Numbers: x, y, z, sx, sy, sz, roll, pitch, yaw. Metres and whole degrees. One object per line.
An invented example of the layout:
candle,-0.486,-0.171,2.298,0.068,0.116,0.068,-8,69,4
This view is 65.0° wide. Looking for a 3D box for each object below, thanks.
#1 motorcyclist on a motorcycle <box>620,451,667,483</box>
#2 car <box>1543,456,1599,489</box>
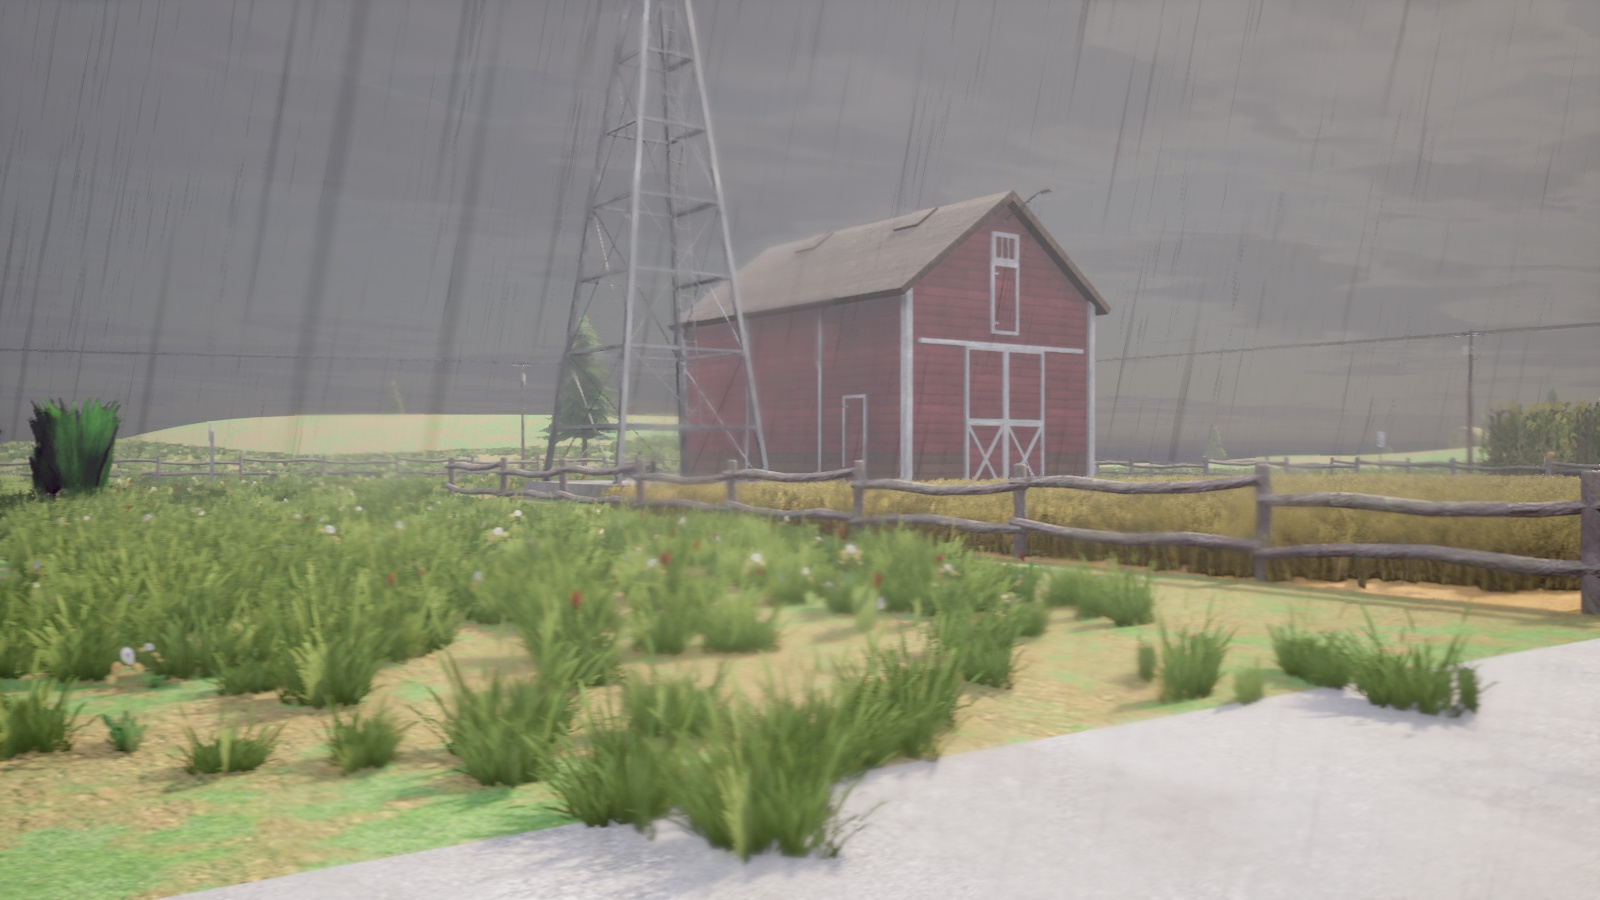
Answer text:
motorcyclist on a motorcycle,-8.203,0.868,65.886,2.350,1.649,0.766,0,0,-29
car,32.508,0.888,49.965,1.895,1.301,4.718,0,0,-35
